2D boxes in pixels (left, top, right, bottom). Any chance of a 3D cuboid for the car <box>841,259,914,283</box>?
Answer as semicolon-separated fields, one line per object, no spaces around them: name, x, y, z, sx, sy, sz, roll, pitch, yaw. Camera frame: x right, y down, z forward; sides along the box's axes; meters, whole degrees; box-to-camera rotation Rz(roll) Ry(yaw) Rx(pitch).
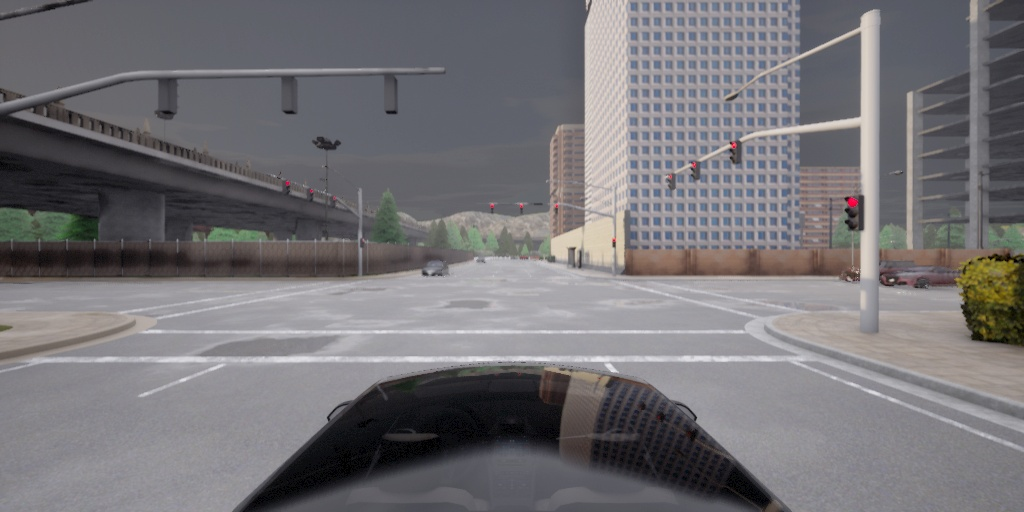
car;26.116;1.071;25.339;4.553;1.767;2.097;0;0;0

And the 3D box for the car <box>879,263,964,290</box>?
car;25.129;1.296;21.840;4.181;1.385;1.994;0;0;0

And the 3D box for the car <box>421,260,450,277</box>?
car;-7.018;1.183;33.229;2.128;1.511;4.902;0;1;0
